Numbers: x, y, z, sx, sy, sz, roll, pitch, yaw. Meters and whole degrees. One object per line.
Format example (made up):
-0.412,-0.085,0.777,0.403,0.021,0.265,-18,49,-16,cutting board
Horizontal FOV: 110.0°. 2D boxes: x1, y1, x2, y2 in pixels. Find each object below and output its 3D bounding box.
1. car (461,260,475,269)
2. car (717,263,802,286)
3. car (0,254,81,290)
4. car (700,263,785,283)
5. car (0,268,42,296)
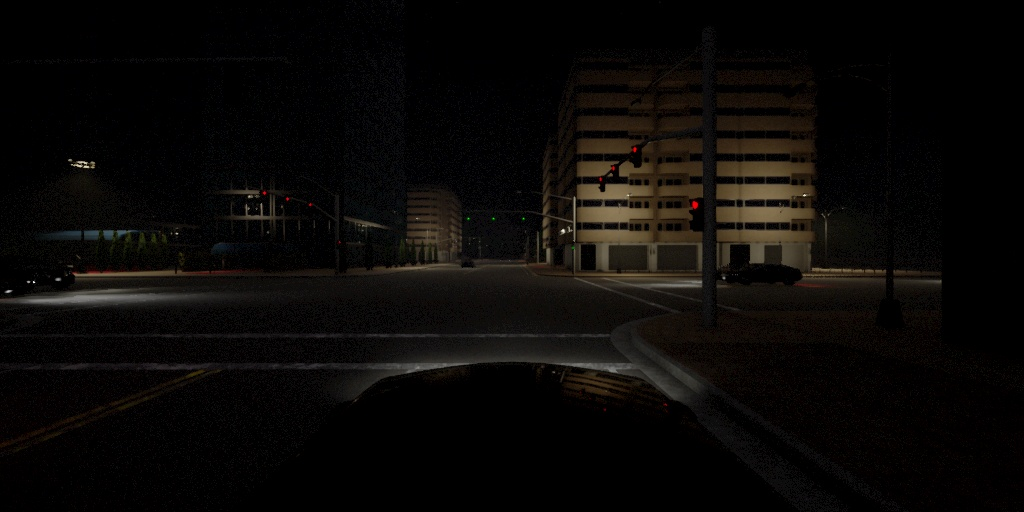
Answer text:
-7.008,1.311,57.636,2.033,1.411,5.357,0,0,0,car
16.951,1.240,24.521,4.902,1.511,2.128,0,0,-1,car
-28.570,0.970,20.356,5.566,2.045,2.150,0,0,-1,car
17.883,1.297,28.032,5.357,1.411,2.033,0,0,-1,car
-25.894,1.350,16.886,4.718,1.301,1.895,0,0,-1,car
